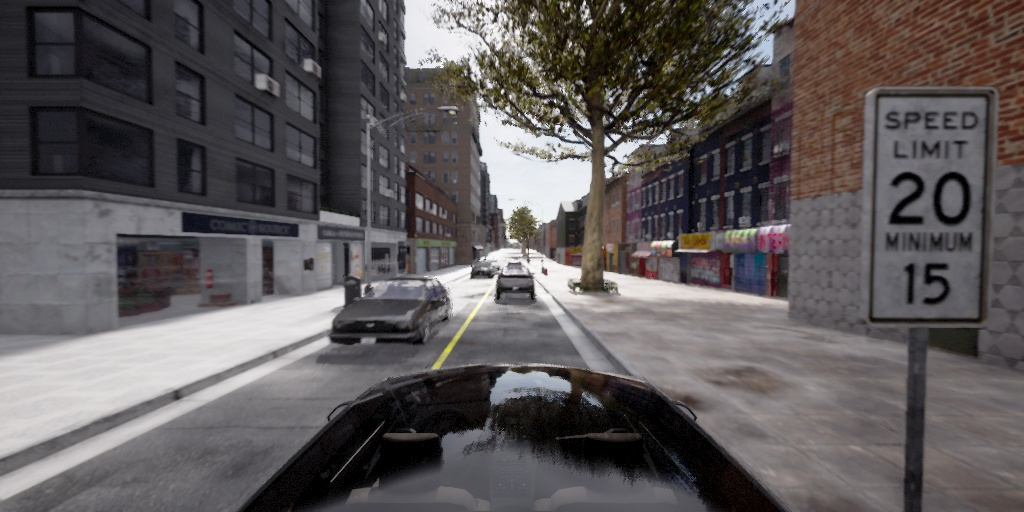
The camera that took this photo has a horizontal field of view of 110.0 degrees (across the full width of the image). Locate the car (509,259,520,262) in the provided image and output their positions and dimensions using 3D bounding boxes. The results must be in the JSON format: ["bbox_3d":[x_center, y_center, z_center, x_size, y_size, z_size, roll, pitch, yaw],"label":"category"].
[{"bbox_3d":[0.291,1.160,45.264,2.128,1.511,4.902,0,0,0],"label":"car"}]

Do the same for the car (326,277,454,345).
[{"bbox_3d":[-2.821,1.291,9.732,2.033,1.411,5.357,0,0,0],"label":"car"}]

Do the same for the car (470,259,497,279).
[{"bbox_3d":[-2.621,1.236,32.487,1.837,1.490,4.892,0,0,0],"label":"car"}]

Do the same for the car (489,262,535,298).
[{"bbox_3d":[0.167,1.250,18.338,2.128,1.511,4.902,0,0,0],"label":"car"}]
